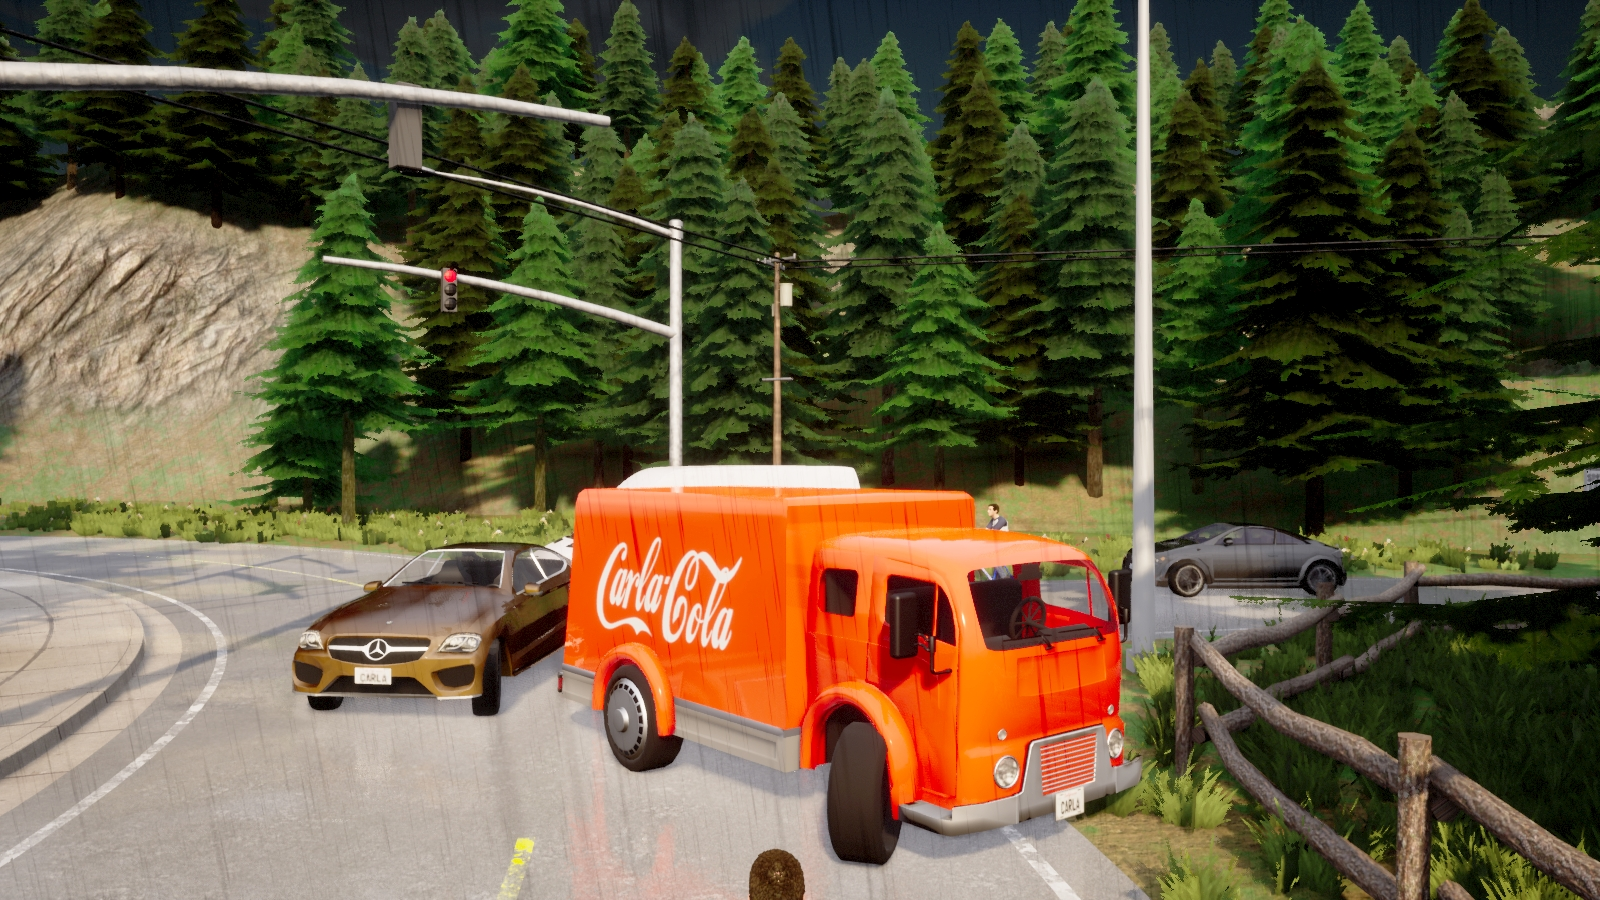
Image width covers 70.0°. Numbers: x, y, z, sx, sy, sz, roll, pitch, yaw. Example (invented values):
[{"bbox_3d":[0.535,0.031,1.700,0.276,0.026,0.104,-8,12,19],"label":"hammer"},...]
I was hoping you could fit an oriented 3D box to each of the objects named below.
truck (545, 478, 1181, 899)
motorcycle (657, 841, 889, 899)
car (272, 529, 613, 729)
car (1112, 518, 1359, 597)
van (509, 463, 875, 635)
[{"bbox_3d":[0.202,1.542,9.769,2.627,2.467,5.204,0,0,-39],"label":"truck"},{"bbox_3d":[-0.074,2.159,3.526,0.803,1.199,2.033,0,0,-2],"label":"motorcycle"},{"bbox_3d":[-4.038,1.970,14.038,2.152,1.651,5.027,0,0,6],"label":"car"},{"bbox_3d":[8.638,2.119,22.918,4.181,1.385,1.994,0,0,-2],"label":"car"},{"bbox_3d":[-1.776,1.528,19.549,5.915,2.561,1.988,0,0,-27],"label":"van"}]
